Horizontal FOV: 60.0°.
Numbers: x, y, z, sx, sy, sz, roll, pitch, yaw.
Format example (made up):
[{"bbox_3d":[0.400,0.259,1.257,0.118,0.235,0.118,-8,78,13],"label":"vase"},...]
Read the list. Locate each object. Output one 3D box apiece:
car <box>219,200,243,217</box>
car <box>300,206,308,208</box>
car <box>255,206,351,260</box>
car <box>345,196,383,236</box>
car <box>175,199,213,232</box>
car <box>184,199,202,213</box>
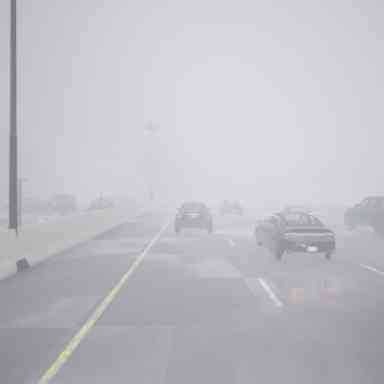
[{"bbox_3d":[3.601,1.493,31.120,2.128,1.511,4.902,0,0,0],"label":"car"},{"bbox_3d":[7.101,1.602,23.209,1.895,1.301,4.718,0,0,0],"label":"car"},{"bbox_3d":[3.600,1.492,12.385,2.128,1.511,4.902,0,0,0],"label":"car"},{"bbox_3d":[10.602,1.222,18.474,2.150,2.045,5.566,0,0,0],"label":"car"},{"bbox_3d":[0.098,1.353,20.137,2.097,1.767,4.553,0,0,0],"label":"car"},{"bbox_3d":[0.101,1.549,38.939,2.033,1.411,5.357,0,0,0],"label":"car"}]
